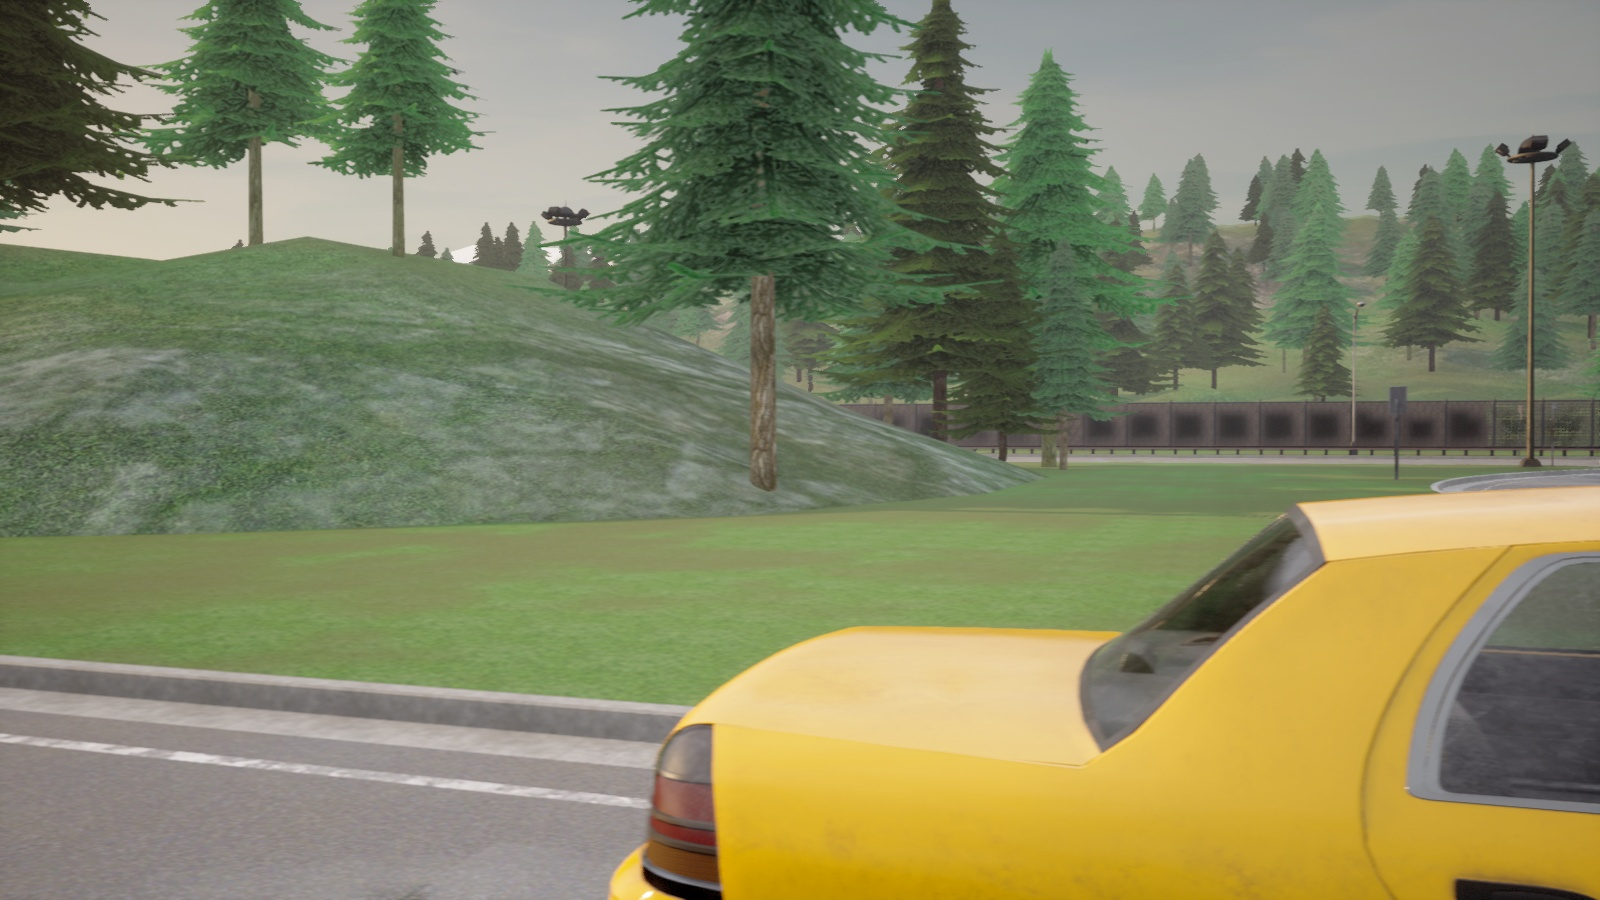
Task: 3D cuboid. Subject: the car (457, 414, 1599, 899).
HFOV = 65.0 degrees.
[{"bbox_3d":[2.155,0.735,2.467,5.366,1.575,1.801,1,1,19],"label":"car"}]
